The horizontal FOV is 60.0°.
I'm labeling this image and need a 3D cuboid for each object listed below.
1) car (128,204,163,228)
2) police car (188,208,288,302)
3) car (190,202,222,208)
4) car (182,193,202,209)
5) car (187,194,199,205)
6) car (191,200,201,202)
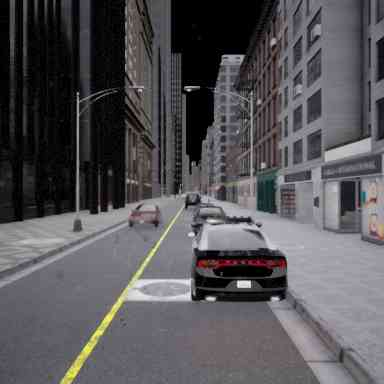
[{"bbox_3d":[-3.012,1.525,22.368,1.812,1.442,4.674,0,0,0],"label":"car"},{"bbox_3d":[0.927,1.425,8.451,1.930,1.638,5.238,0,0,0],"label":"police car"},{"bbox_3d":[0.960,1.505,18.342,1.837,1.490,4.892,0,0,0],"label":"car"},{"bbox_3d":[0.162,1.209,45.124,2.150,2.045,5.566,0,0,0],"label":"car"},{"bbox_3d":[0.199,1.323,58.842,2.097,1.767,4.553,0,0,0],"label":"car"},{"bbox_3d":[0.982,1.525,24.341,1.812,1.442,4.674,0,0,0],"label":"car"}]
